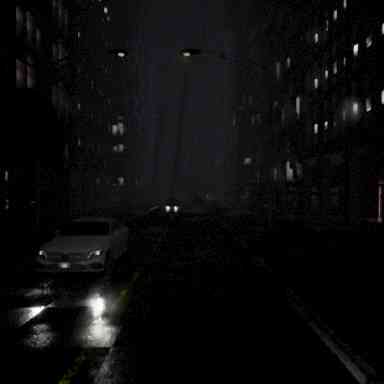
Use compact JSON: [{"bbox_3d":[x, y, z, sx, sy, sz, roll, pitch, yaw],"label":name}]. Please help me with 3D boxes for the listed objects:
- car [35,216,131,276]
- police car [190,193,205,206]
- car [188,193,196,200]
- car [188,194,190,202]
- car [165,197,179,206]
[{"bbox_3d":[-3.100,1.509,10.408,1.812,1.442,4.674,0,0,0],"label":"car"},{"bbox_3d":[1.050,1.370,54.563,1.930,1.638,5.238,0,0,0],"label":"police car"},{"bbox_3d":[0.000,1.182,92.465,2.097,1.767,4.553,0,0,0],"label":"car"},{"bbox_3d":[0.000,1.358,72.557,2.033,1.411,5.357,0,0,0],"label":"car"},{"bbox_3d":[-3.072,1.508,52.018,1.994,1.385,4.181,0,0,0],"label":"car"}]
